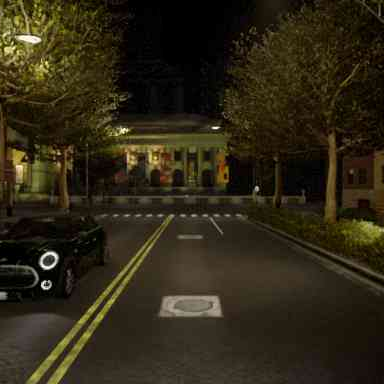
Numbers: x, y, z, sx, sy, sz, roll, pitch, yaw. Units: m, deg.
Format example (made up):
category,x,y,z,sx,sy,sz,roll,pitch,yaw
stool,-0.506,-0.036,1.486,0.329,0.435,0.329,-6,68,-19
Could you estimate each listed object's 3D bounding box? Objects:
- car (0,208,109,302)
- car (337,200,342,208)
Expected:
category,x,y,z,sx,sy,sz,roll,pitch,yaw
car,-3.637,1.351,8.475,2.097,1.767,4.553,0,0,0
car,22.218,1.504,46.419,4.892,1.490,1.837,0,0,3
